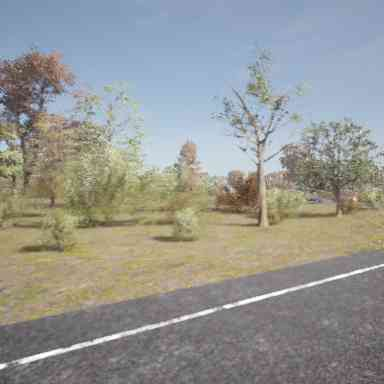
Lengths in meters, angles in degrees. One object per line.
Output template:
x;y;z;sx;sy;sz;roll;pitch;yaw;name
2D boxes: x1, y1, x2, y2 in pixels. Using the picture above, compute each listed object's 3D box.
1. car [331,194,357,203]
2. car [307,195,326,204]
29.000;1.182;63.580;2.097;1.767;4.553;0;0;-37;car
22.118;1.348;61.072;2.128;1.511;4.902;0;0;-37;car
